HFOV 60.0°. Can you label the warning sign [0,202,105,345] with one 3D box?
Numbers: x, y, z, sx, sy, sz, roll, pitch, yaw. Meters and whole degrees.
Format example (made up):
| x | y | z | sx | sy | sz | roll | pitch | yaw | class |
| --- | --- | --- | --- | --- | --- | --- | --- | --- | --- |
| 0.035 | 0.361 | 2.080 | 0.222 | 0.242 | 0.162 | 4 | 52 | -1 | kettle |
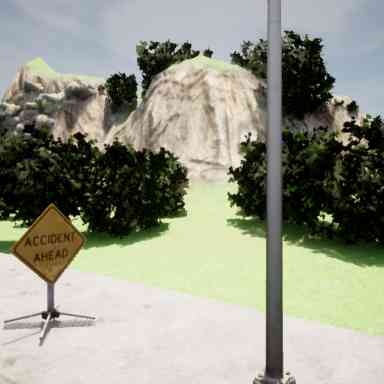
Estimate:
| x | y | z | sx | sy | sz | roll | pitch | yaw | class |
| --- | --- | --- | --- | --- | --- | --- | --- | --- | --- |
| -2.246 | 1.116 | 5.288 | 1.060 | 1.860 | 1.300 | 0 | 0 | 36 | warning sign |
